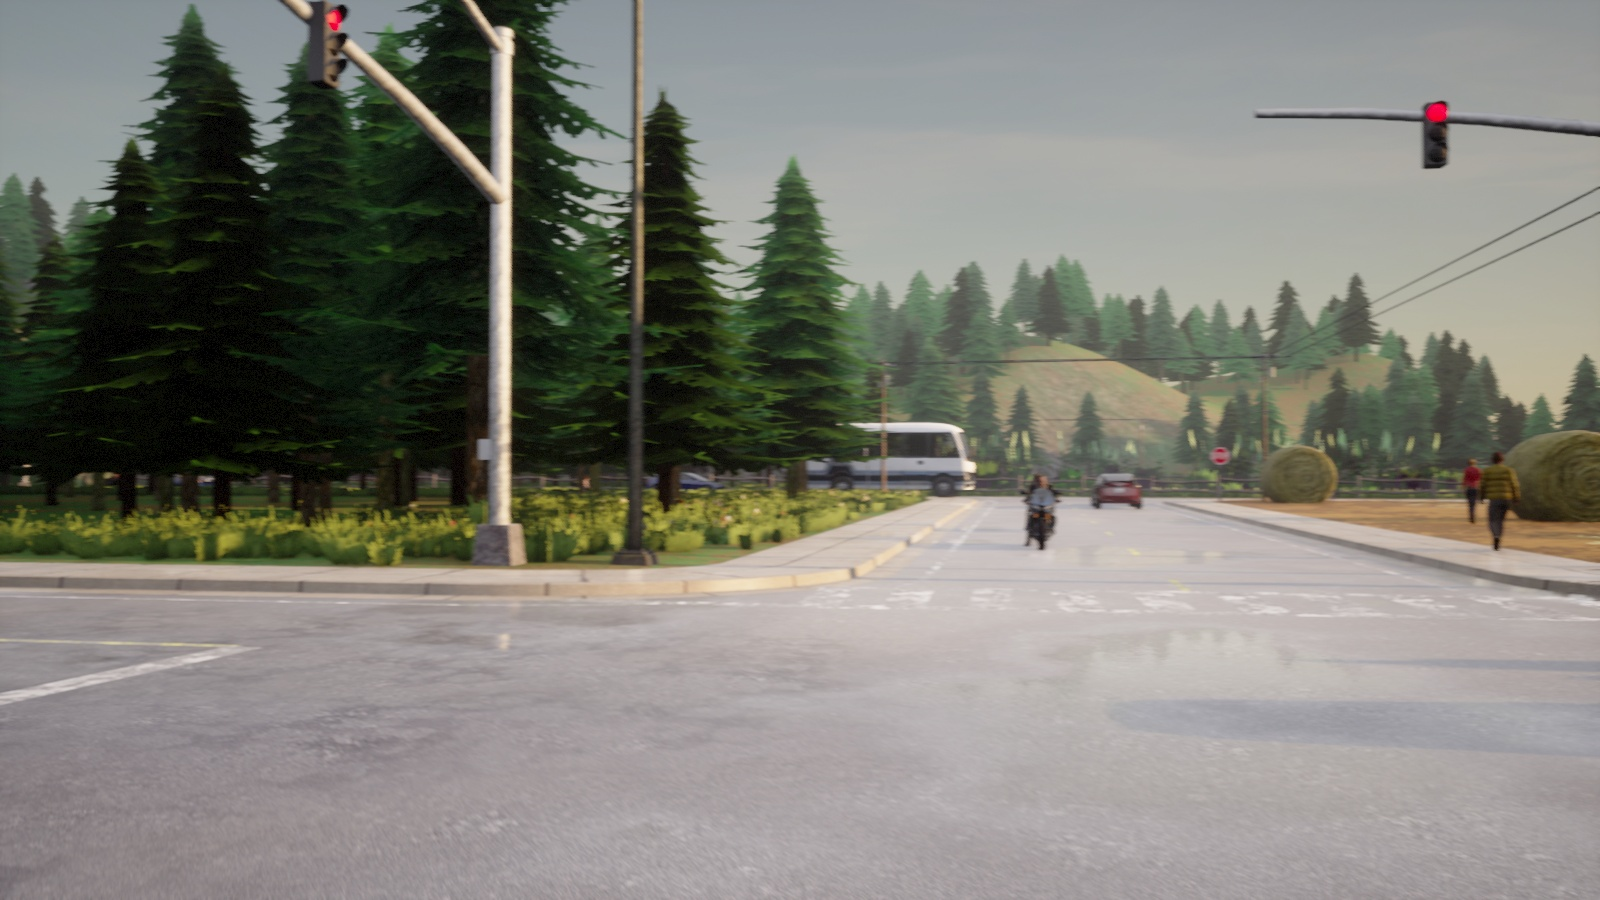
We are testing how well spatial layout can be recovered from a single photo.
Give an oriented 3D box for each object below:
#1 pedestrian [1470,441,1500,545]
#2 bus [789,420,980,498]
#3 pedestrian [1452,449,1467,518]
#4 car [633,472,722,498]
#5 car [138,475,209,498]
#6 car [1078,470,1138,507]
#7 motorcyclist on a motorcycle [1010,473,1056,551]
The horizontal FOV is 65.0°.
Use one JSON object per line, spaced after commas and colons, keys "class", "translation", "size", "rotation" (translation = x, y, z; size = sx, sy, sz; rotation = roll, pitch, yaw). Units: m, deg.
{"class": "pedestrian", "translation": [12.288, 0.759, 22.526], "size": [0.370, 1.835, 0.726], "rotation": [-1, -1, 22]}
{"class": "bus", "translation": [4.831, 0.554, 70.876], "size": [10.273, 4.253, 3.944], "rotation": [0, -1, 13]}
{"class": "pedestrian", "translation": [17.831, 0.901, 33.979], "size": [0.331, 1.846, 0.636], "rotation": [-1, -1, 27]}
{"class": "car", "translation": [-7.158, 2.049, 73.499], "size": [4.792, 1.488, 2.163], "rotation": [-1, -1, 12]}
{"class": "car", "translation": [-41.782, 2.412, 83.755], "size": [3.806, 1.475, 1.970], "rotation": [-1, -1, 10]}
{"class": "car", "translation": [13.222, 1.633, 54.151], "size": [2.163, 1.488, 4.792], "rotation": [-1, -1, 10]}
{"class": "motorcyclist on a motorcycle", "translation": [4.795, 1.251, 25.918], "size": [0.866, 1.530, 2.191], "rotation": [-1, -1, 10]}
